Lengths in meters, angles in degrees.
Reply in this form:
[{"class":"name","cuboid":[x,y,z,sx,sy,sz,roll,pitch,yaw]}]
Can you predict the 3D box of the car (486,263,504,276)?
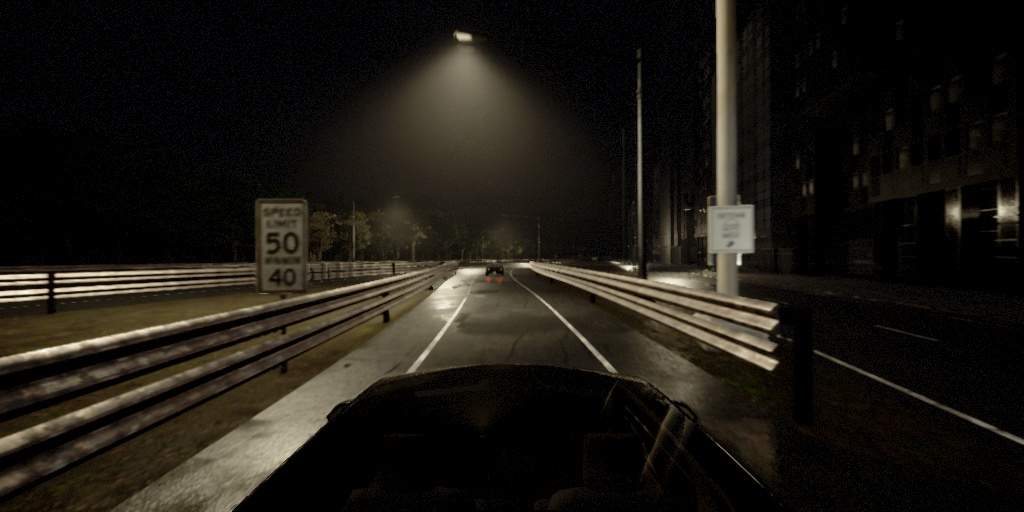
[{"class":"car","cuboid":[-1.770,1.413,38.420,1.895,1.301,4.718,0,0,-1]}]
